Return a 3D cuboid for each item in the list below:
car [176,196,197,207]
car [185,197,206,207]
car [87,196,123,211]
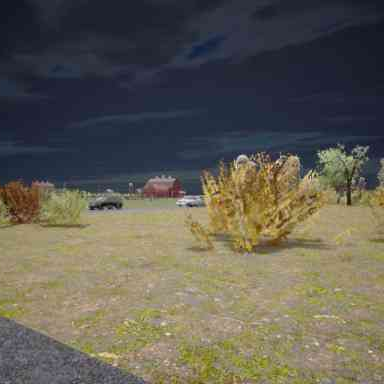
[{"bbox_3d":[-0.670,1.858,64.849,2.150,2.045,5.566,-1,-2,36],"label":"car"},{"bbox_3d":[1.316,2.119,61.541,1.994,1.385,4.181,-1,-1,36],"label":"car"},{"bbox_3d":[-12.571,1.635,48.554,2.150,2.045,5.566,-1,-2,36],"label":"car"}]
